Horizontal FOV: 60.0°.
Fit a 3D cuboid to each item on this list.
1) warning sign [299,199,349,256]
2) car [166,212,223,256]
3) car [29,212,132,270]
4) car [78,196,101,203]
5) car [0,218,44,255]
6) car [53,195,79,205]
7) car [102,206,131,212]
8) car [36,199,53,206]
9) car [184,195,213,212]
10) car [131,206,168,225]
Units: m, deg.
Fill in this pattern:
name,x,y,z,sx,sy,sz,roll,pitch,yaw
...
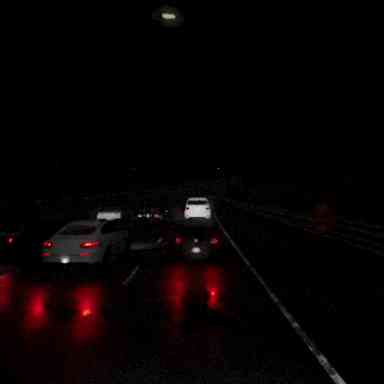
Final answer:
name,x,y,z,sx,sy,sz,roll,pitch,yaw
warning sign,4.688,1.218,11.936,1.300,1.860,1.060,2,2,1
car,0.197,1.715,13.600,1.895,1.301,4.718,0,-1,1
car,-3.356,1.616,11.244,1.812,1.442,4.674,0,-1,1
car,-16.153,1.701,53.994,2.097,1.767,4.553,0,0,3
car,-6.802,1.713,13.719,1.895,1.301,4.718,0,-1,1
car,-19.674,1.564,53.667,2.150,2.045,5.566,0,0,3
car,-6.481,1.854,28.684,1.895,1.301,4.718,0,0,2
car,-23.165,1.881,53.921,2.033,1.411,5.357,0,0,3
car,0.527,1.485,28.846,2.150,2.045,5.566,0,0,2
car,-3.062,1.783,26.317,2.033,1.411,5.357,0,-1,2
